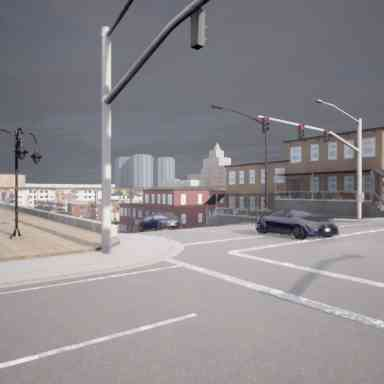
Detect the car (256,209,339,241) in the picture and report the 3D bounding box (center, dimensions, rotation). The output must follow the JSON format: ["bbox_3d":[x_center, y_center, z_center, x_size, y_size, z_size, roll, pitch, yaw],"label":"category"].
[{"bbox_3d":[5.106,1.536,16.616,1.994,1.385,4.181,0,-1,-29],"label":"car"}]

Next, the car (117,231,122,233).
[{"bbox_3d":[-9.274,4.776,36.731,1.994,1.385,4.181,0,-12,-36],"label":"car"}]

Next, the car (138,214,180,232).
[{"bbox_3d":[-2.913,2.602,28.093,1.812,1.442,4.674,0,-9,-36],"label":"car"}]
